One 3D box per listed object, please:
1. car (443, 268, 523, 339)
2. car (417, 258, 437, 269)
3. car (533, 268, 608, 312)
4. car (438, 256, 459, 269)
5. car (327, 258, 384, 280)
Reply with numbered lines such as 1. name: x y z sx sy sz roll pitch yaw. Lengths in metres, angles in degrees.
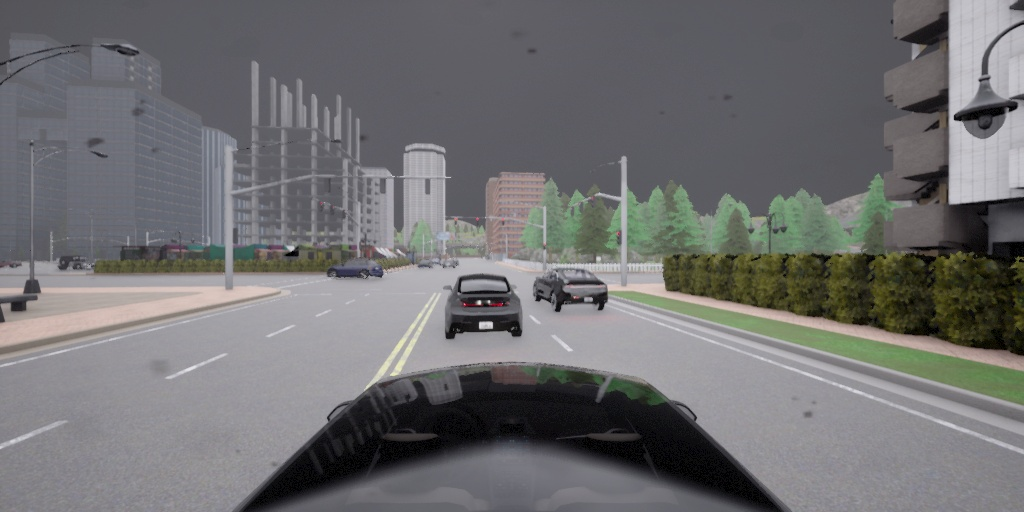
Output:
1. car: -0.867 1.247 10.111 1.837 1.490 4.892 0 0 -7
2. car: -13.121 1.246 54.499 2.033 1.411 5.357 0 0 -6
3. car: 2.126 1.229 14.230 2.128 1.511 4.902 0 0 -9
4. car: -9.664 1.190 55.082 2.128 1.511 4.902 0 0 -6
5. car: -13.484 1.074 30.815 4.553 1.767 2.097 0 0 15
